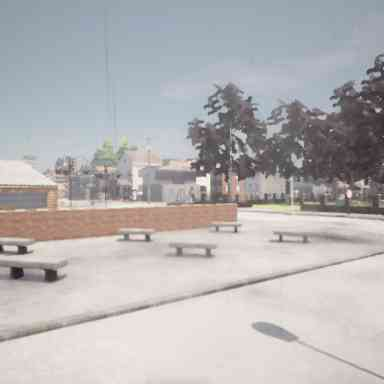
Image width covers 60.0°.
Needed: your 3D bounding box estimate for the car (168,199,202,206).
[{"bbox_3d":[-0.672,1.494,36.030,2.033,1.411,5.357,0,0,-35],"label":"car"}]
